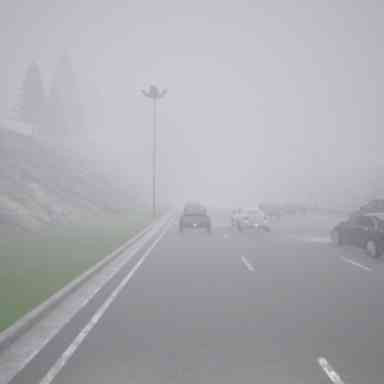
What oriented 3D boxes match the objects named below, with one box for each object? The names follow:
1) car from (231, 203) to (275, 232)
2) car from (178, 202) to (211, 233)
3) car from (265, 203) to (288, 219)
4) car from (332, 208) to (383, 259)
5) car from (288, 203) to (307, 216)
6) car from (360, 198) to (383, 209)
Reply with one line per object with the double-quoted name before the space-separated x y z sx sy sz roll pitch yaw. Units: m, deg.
"car" 3.647 1.662 21.217 1.812 1.442 4.674 0 0 0
"car" 0.163 1.624 20.650 2.128 1.511 4.902 0 0 0
"car" 7.123 1.750 31.705 2.033 1.411 5.357 0 0 0
"car" 7.153 1.588 12.961 1.837 1.490 4.892 0 0 0
"car" 10.602 1.828 35.591 1.895 1.301 4.718 0 0 0
"car" 10.667 1.336 17.925 2.150 2.045 5.566 0 0 0
